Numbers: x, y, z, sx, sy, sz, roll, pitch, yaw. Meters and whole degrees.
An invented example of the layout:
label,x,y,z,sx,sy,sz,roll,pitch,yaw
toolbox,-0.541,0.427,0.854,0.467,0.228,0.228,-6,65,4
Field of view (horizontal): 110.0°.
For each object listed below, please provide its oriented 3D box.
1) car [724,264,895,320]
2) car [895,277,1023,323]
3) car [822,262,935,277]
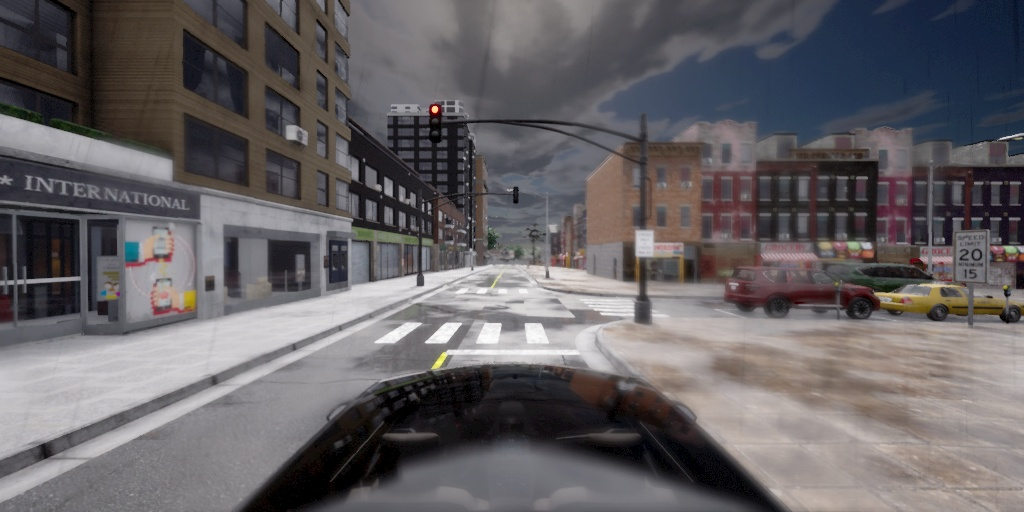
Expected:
label,x,y,z,sx,sy,sz,roll,pitch,yaw
car,10.831,1.345,13.677,5.009,1.841,2.192,0,0,0
car,16.546,1.658,13.649,4.829,1.417,1.751,0,0,0
car,17.041,1.341,16.340,5.566,2.045,2.150,1,1,3
